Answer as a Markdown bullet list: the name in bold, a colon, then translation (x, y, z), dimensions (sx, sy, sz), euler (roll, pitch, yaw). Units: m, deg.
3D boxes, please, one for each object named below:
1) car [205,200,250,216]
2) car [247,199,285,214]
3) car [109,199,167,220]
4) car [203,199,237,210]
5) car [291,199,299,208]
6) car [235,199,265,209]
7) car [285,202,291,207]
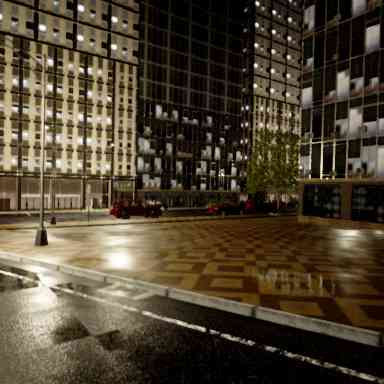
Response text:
- **car**: translation (4.018, 1.959, 37.998), dimensions (4.507, 1.381, 1.887), euler (1, 1, -35)
- **car**: translation (8.695, 1.776, 41.206), dimensions (5.009, 1.841, 2.192), euler (1, 1, -35)
- **car**: translation (-5.318, 1.636, 31.570), dimensions (5.009, 1.841, 2.192), euler (1, 1, -35)
- **car**: translation (4.087, 1.775, 47.606), dimensions (4.829, 1.417, 1.752), euler (1, 1, -35)
- **car**: translation (18.240, 1.957, 57.339), dimensions (4.313, 1.339, 1.947), euler (1, 1, -35)
- **car**: translation (8.898, 1.864, 50.915), dimensions (4.313, 1.339, 1.947), euler (1, 1, -35)
- **car**: translation (13.569, 1.927, 54.127), dimensions (4.206, 1.307, 1.802), euler (1, 1, -35)
